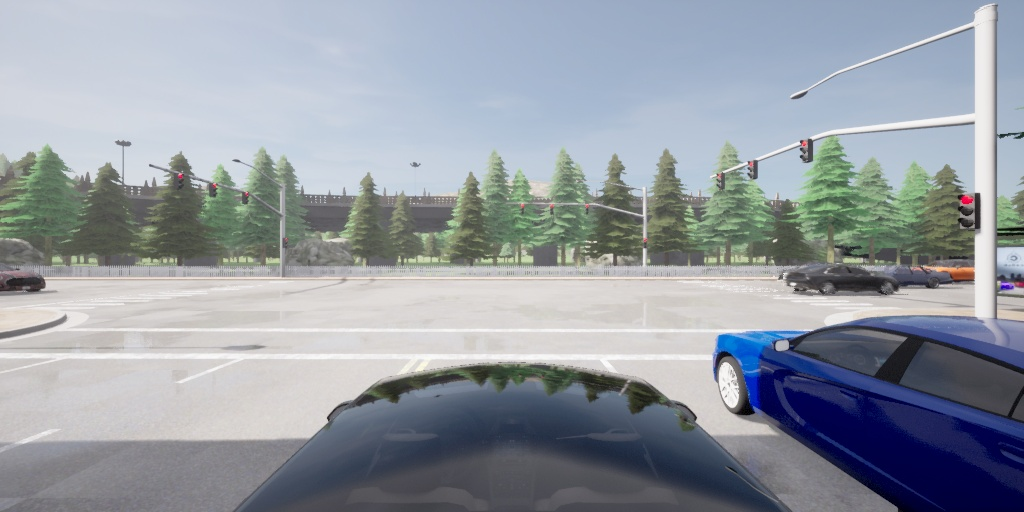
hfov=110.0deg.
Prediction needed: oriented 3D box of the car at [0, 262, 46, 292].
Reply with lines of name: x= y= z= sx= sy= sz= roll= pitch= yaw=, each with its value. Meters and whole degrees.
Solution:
car: x=-27.080 y=1.047 z=18.309 sx=4.553 sy=1.767 sz=2.097 roll=0 pitch=0 yaw=-1

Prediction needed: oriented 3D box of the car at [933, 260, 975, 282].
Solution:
car: x=30.842 y=1.046 z=25.358 sx=4.553 sy=1.767 sz=2.097 roll=0 pitch=0 yaw=2

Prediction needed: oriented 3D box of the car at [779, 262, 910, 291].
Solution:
car: x=16.790 y=1.199 z=18.338 sx=4.892 sy=1.490 sz=1.837 roll=0 pitch=0 yaw=0

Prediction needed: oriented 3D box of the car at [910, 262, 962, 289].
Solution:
car: x=23.559 y=1.242 z=22.025 sx=5.357 sy=1.411 sz=2.033 roll=0 pitch=0 yaw=0

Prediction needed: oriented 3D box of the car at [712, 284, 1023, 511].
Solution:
car: x=3.641 y=1.228 z=2.940 sx=1.882 sy=1.535 sz=5.008 roll=0 pitch=0 yaw=2

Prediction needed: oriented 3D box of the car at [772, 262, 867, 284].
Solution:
car: x=21.751 y=1.186 z=25.510 sx=4.902 sy=1.511 sz=2.128 roll=0 pitch=0 yaw=0
